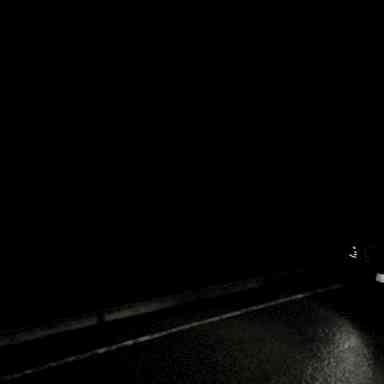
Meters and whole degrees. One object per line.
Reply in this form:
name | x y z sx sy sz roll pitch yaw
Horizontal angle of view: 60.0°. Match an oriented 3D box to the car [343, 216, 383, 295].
car | 5.720 1.131 7.150 5.566 2.045 2.150 -1 1 -30
